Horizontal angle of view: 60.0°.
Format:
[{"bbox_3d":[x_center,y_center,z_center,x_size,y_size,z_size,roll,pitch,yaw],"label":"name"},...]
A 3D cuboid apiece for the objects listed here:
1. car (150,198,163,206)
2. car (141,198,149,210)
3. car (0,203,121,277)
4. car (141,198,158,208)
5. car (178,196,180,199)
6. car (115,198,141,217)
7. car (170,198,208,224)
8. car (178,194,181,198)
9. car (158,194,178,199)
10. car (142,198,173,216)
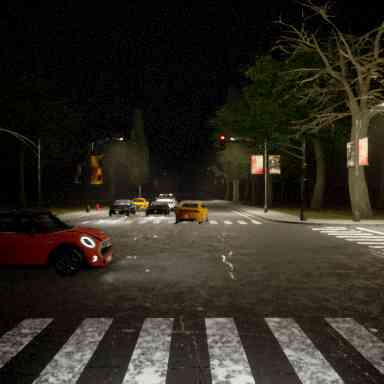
[{"bbox_3d":[-6.440,1.775,61.215,1.895,1.301,4.718,0,0,0],"label":"car"},{"bbox_3d":[-6.512,1.521,41.111,1.882,1.535,5.008,0,0,0],"label":"car"},{"bbox_3d":[-4.673,1.341,9.725,4.553,1.767,2.097,0,0,0],"label":"car"},{"bbox_3d":[-6.498,1.662,51.157,1.994,1.385,4.181,0,0,-1],"label":"car"},{"bbox_3d":[-3.243,1.704,51.857,1.895,1.301,4.718,0,0,0],"label":"car"},{"bbox_3d":[-6.532,1.510,31.612,2.128,1.511,4.902,0,0,0],"label":"car"},{"bbox_3d":[0.025,1.486,24.728,1.882,1.535,5.008,1,0,9],"label":"car"},{"bbox_3d":[-3.176,1.406,62.470,2.150,2.045,5.566,0,0,1],"label":"car"},{"bbox_3d":[-3.262,1.267,41.606,2.150,2.045,5.566,0,0,0],"label":"car"},{"bbox_3d":[-3.272,1.584,32.249,1.994,1.385,4.181,0,0,1],"label":"car"}]
